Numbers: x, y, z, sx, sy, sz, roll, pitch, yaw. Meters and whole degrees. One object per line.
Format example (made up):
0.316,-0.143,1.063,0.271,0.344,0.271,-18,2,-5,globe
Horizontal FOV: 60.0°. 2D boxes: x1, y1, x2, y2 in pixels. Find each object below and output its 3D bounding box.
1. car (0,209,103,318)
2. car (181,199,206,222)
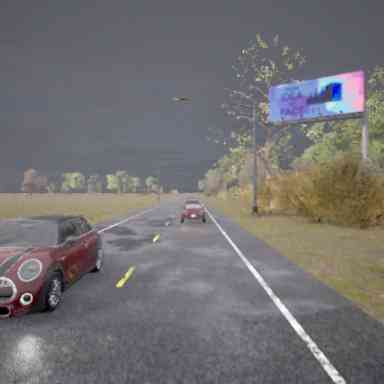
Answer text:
-3.591,1.352,7.647,2.097,1.767,4.553,0,0,0,car
0.101,1.526,25.890,1.812,1.442,4.674,0,0,0,car
